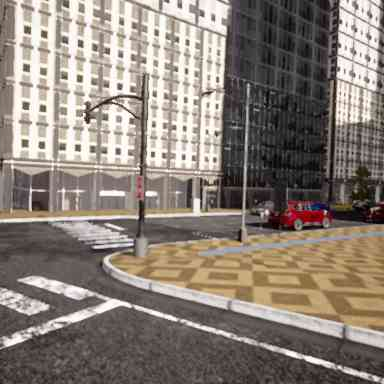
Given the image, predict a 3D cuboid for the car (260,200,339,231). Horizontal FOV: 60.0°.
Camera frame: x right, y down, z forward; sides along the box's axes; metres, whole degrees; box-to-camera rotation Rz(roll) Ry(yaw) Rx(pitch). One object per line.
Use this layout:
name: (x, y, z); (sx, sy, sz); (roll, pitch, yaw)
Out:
car: (7.339, 1.555, 22.590); (5.009, 1.841, 2.192); (1, 2, -34)

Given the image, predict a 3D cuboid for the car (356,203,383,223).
car: (16.677, 1.924, 29.014); (4.507, 1.381, 1.887); (1, 2, -34)

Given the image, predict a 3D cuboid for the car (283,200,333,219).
car: (11.158, 1.613, 31.785); (5.008, 1.535, 1.882); (1, 2, -34)

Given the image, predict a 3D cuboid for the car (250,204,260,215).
car: (7.549, 1.558, 32.299); (4.403, 1.369, 2.008); (1, 2, -34)

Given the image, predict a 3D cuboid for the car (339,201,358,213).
car: (16.755, 1.671, 38.620); (4.829, 1.417, 1.752); (1, 2, -34)

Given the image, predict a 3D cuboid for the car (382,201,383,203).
car: (26.238, 1.870, 45.137); (4.206, 1.307, 1.802); (1, 2, -34)

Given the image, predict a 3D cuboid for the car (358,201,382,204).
car: (21.566, 1.784, 41.927); (4.313, 1.339, 1.947); (1, 2, -34)
